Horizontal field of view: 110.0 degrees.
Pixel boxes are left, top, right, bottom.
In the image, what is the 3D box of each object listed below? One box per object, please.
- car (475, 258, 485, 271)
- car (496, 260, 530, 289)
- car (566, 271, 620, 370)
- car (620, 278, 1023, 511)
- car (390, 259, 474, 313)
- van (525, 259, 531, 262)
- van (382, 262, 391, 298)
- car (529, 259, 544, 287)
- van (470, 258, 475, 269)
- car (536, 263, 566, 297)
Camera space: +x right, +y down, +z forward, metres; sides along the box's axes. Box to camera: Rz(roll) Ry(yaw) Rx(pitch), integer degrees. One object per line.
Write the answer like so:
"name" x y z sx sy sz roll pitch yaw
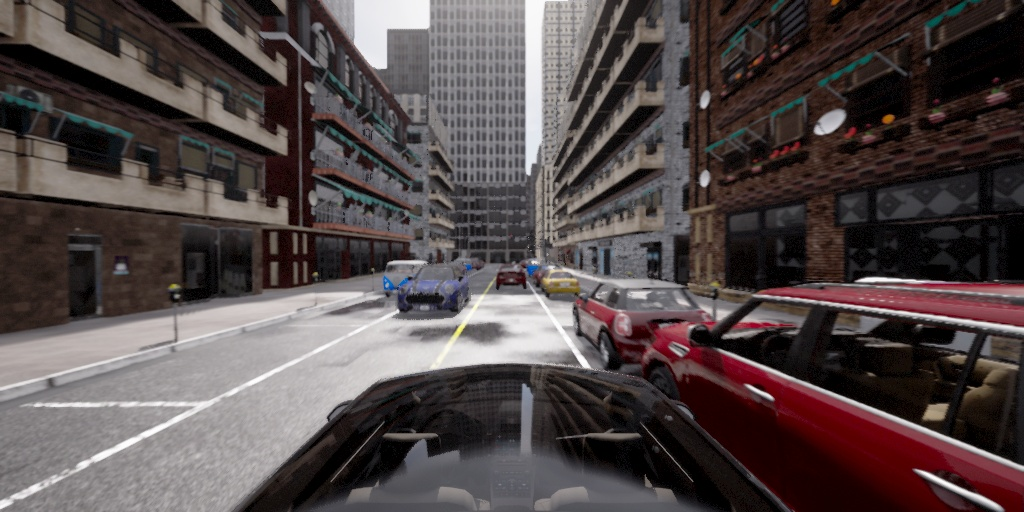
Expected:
"car" -5.626 1.179 52.098 2.192 1.841 5.009 0 0 0
"car" -0.052 1.271 23.725 1.882 1.535 5.008 0 0 0
"car" 2.531 1.193 7.775 1.967 1.591 4.097 0 0 0
"car" 2.566 1.057 2.226 2.192 1.841 5.009 0 0 0
"car" -2.916 1.137 14.160 2.097 1.767 4.553 0 0 0
"van" 2.358 1.148 35.520 1.690 1.789 3.998 0 0 0
"van" -5.418 1.143 18.804 1.690 1.789 3.998 0 0 0
"car" 2.428 1.226 24.422 1.967 1.591 4.097 0 0 0
"van" -5.556 1.185 41.000 1.690 1.789 3.998 0 0 0
"car" 2.461 1.300 19.043 1.751 1.417 4.829 0 0 0
